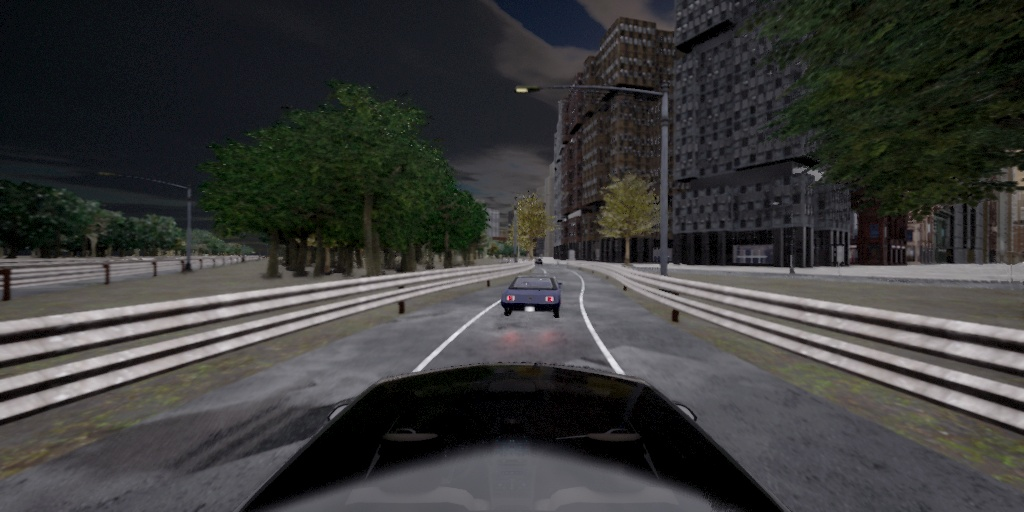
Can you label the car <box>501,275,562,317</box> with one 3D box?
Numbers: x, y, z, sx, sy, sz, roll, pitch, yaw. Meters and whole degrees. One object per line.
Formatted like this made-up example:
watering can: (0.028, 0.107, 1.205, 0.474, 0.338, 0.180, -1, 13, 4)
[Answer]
car: (0.893, 1.355, 13.294, 1.895, 1.301, 4.718, 0, 0, 9)
